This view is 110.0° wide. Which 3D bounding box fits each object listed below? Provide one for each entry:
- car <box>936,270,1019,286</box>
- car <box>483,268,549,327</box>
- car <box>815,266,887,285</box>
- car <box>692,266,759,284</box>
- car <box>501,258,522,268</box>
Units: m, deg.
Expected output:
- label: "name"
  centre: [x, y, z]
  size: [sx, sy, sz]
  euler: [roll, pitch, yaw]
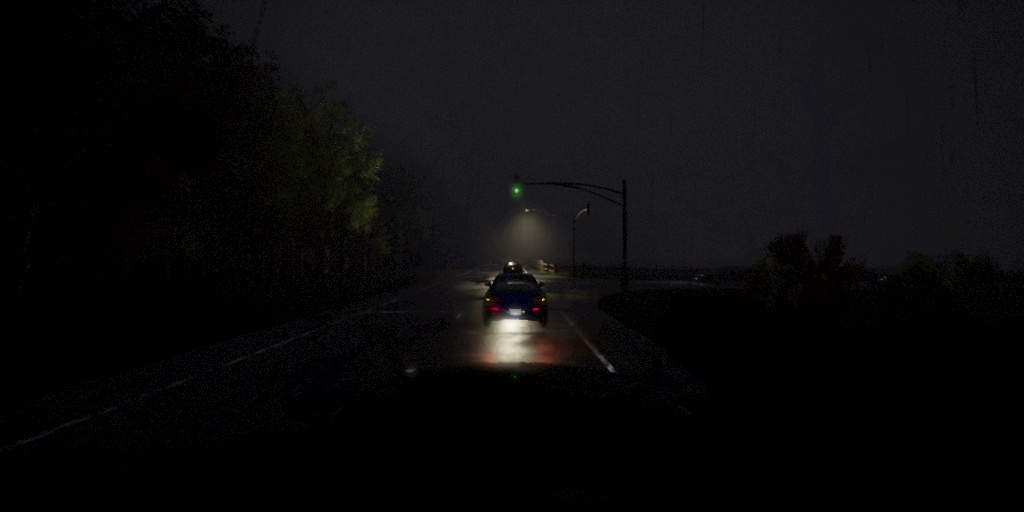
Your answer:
- label: "car"
  centre: [38.049, 1.787, 29.413]
  size: [4.718, 1.301, 1.895]
  euler: [1, -1, 0]
- label: "car"
  centre: [0.101, 1.267, 11.425]
  size: [1.812, 1.442, 4.674]
  euler: [0, 0, 0]
- label: "car"
  centre: [27.798, 1.566, 29.468]
  size: [4.902, 1.511, 2.128]
  euler: [1, -1, 0]
- label: "car"
  centre: [17.871, 1.514, 29.532]
  size: [5.357, 1.411, 2.033]
  euler: [1, -1, 1]
- label: "car"
  centre: [0.097, 1.274, 39.558]
  size: [1.994, 1.385, 4.181]
  euler: [0, 0, 0]
